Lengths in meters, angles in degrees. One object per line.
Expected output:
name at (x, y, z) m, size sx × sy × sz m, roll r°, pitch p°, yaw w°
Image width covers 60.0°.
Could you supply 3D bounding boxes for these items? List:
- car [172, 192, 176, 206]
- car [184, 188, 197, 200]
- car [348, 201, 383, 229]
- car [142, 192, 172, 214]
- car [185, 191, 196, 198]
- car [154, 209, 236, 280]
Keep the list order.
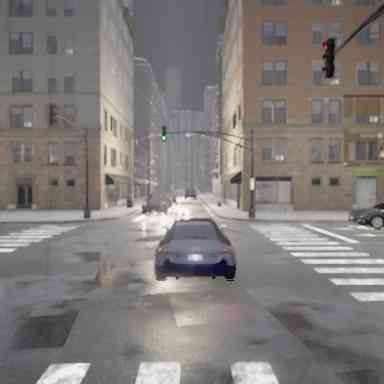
car at (-3.228, 0.945, 38.578) m, size 1.837 × 1.490 × 4.892 m, roll 0°, pitch 1°, yaw 0°
car at (-0.280, 0.344, 61.075) m, size 2.150 × 2.045 × 5.566 m, roll 0°, pitch 1°, yaw 0°
car at (11.098, 1.171, 18.122) m, size 4.892 × 1.490 × 1.837 m, roll 0°, pitch 1°, yaw 0°
car at (-3.166, 0.921, 29.480) m, size 2.097 × 1.767 × 4.553 m, roll 0°, pitch 1°, yaw -1°
car at (-0.348, 0.499, 71.467) m, size 2.128 × 1.511 × 4.902 m, roll 0°, pitch 1°, yaw 0°
car at (0.080, 1.409, 9.454) m, size 1.994 × 1.385 × 4.181 m, roll 0°, pitch 1°, yaw 0°
